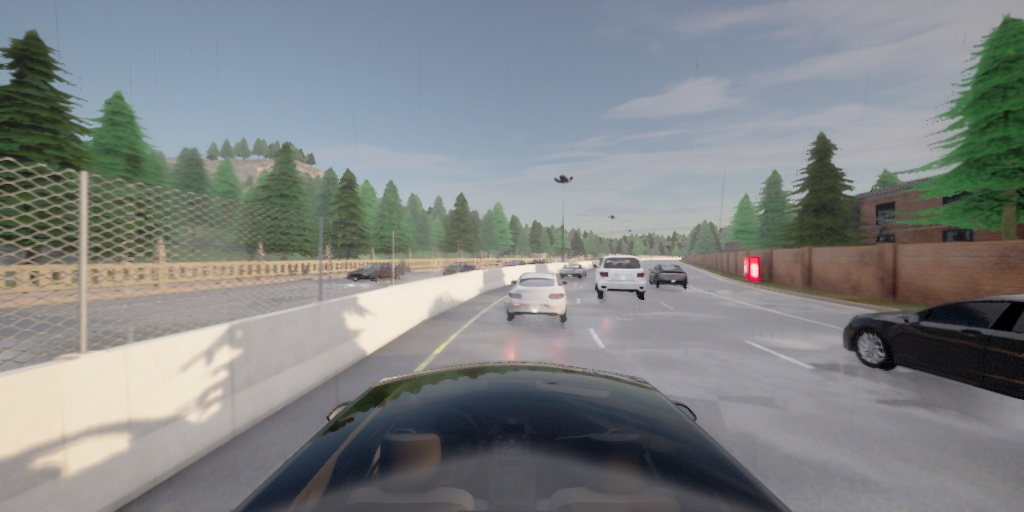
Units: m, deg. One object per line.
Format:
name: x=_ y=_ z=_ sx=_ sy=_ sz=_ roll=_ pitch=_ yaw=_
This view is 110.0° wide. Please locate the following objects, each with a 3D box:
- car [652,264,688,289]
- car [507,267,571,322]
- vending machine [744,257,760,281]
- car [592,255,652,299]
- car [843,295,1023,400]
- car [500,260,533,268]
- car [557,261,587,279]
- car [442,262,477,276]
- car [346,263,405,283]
car: x=10.221 y=1.286 z=23.664 sx=2.128 sy=1.511 sz=4.902 roll=0 pitch=0 yaw=15
car: x=0.921 y=1.279 z=12.320 sx=1.812 sy=1.442 sz=4.674 roll=0 pitch=0 yaw=7
vending machine: x=18.695 y=1.028 z=27.925 sx=1.100 sy=2.100 sz=0.880 roll=0 pitch=0 yaw=19
car: x=5.396 y=0.995 z=18.421 sx=2.150 sy=2.045 sz=5.566 roll=0 pitch=0 yaw=11
car: x=7.285 y=1.287 z=4.931 sx=1.837 sy=1.490 sz=4.892 roll=0 pitch=0 yaw=2
car: x=0.339 y=1.228 z=38.952 sx=1.882 sy=1.535 sz=5.008 roll=0 pitch=0 yaw=22
car: x=5.687 y=1.375 z=32.697 sx=1.895 sy=1.301 sz=4.718 roll=0 pitch=0 yaw=19
car: x=-4.991 y=1.291 z=34.389 sx=1.994 sy=1.385 sz=4.181 roll=0 pitch=0 yaw=19
car: x=-10.507 y=1.250 z=28.211 sx=2.033 sy=1.411 sz=5.357 roll=0 pitch=0 yaw=15
